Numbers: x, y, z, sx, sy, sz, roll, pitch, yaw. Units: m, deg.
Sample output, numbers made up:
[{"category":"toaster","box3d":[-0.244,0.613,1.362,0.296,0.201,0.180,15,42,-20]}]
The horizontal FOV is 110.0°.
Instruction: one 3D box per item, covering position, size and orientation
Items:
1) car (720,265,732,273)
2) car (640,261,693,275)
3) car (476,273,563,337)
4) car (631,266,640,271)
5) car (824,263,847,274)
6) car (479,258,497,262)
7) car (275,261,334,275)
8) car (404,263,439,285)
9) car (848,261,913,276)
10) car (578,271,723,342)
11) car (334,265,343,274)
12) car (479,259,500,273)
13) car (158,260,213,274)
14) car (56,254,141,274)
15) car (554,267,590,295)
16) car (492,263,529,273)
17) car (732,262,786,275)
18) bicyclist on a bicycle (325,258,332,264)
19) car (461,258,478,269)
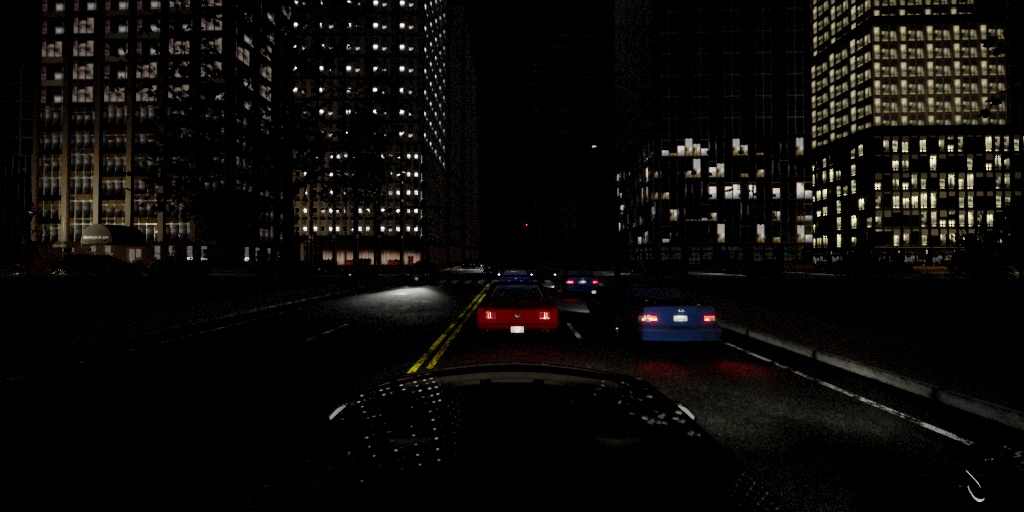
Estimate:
[{"category":"car","box3d":[27.048,1.419,42.352,4.181,1.385,1.994,0,-1,2]},{"category":"car","box3d":[17.212,1.288,39.412,4.902,1.511,2.128,0,-1,2]},{"category":"car","box3d":[0.136,1.352,10.227,1.895,1.301,4.718,0,0,0]},{"category":"car","box3d":[17.037,1.390,42.669,5.357,1.411,2.033,0,-1,2]},{"category":"car","box3d":[39.325,1.395,41.950,4.674,1.442,1.812,0,-1,2]},{"category":"car","box3d":[-3.629,1.221,57.650,2.128,1.511,4.902,0,0,-1]},{"category":"car","box3d":[-20.164,1.178,34.495,4.674,1.442,1.812,1,-1,2]},{"category":"car","box3d":[-6.474,1.243,26.115,2.128,1.511,4.902,0,0,-4]},{"category":"car","box3d":[39.993,1.301,38.676,5.008,1.535,1.882,0,-1,2]},{"category":"car","box3d":[3.383,1.299,9.694,2.033,1.411,5.357,0,0,0]},{"category":"car","box3d":[-19.811,1.262,37.732,4.181,1.385,1.994,0,-1,2]},{"category":"car","box3d":[-1.853,1.392,45.123,1.994,1.385,4.181,1,0,27]},{"category":"car","box3d":[-34.771,1.155,38.258,5.008,1.535,1.882,0,-1,2]},{"category":"car","box3d":[-40.519,0.844,35.214,5.566,2.045,2.150,0,-1,2]},{"category":"car","box3d":[3.433,1.298,19.764,2.033,1.411,5.357,0,0,0]},{"category":"car","box3d":[0.183,1.299,19.804,2.033,1.411,5.357,0,0,0]},{"category":"car","box3d":[27.176,1.334,39.086,4.674,1.442,1.812,0,-1,2]},{"category":"bicyclist on a bicycle","box3d":[-24.937,1.148,48.779,0.582,1.620,1.656,0,-1,2]},{"category":"car","box3d":[-6.863,1.234,56.800,1.837,1.490,4.892,0,0,0]}]
